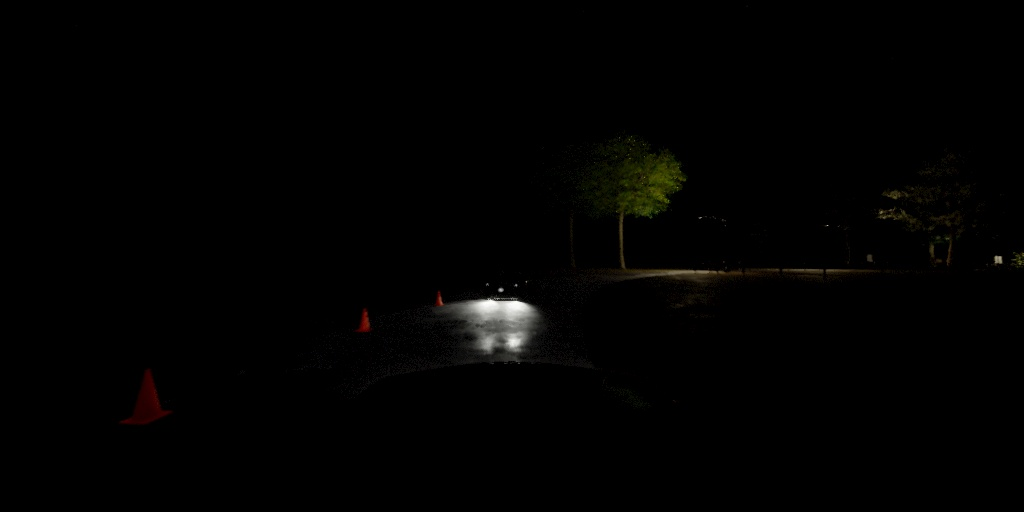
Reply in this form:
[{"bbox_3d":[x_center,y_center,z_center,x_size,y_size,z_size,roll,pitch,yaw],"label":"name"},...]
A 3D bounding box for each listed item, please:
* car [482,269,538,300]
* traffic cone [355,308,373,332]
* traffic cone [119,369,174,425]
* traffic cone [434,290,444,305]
[{"bbox_3d":[0.021,1.336,18.017,1.994,1.385,4.181,0,0,16],"label":"car"},{"bbox_3d":[-3.913,1.678,9.513,0.340,0.580,0.340,0,0,8],"label":"traffic cone"},{"bbox_3d":[-4.409,1.663,4.333,0.340,0.580,0.340,0,0,3],"label":"traffic cone"},{"bbox_3d":[-2.991,1.697,14.634,0.340,0.580,0.340,0,0,13],"label":"traffic cone"}]
